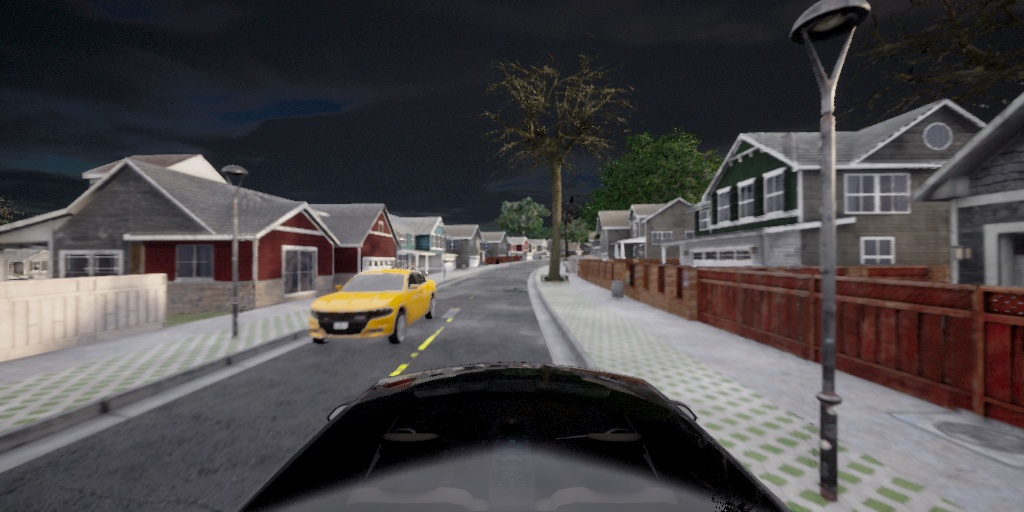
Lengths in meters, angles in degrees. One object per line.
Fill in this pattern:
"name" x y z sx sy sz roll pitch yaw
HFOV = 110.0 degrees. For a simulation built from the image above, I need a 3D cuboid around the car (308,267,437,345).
"car" -3.338 1.090 9.497 1.882 1.535 5.008 0 0 0
